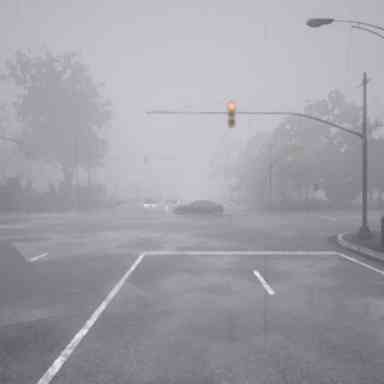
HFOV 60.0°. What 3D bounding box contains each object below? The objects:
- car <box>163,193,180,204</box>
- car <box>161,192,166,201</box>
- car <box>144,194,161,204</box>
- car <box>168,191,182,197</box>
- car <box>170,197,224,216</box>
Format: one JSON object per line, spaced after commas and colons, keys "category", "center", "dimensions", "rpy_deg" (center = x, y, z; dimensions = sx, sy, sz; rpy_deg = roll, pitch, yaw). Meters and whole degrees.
{"category": "car", "center": [-3.529, 1.353, 57.165], "dimensions": [1.812, 1.442, 4.674], "rpy_deg": [0, 0, 0]}
{"category": "car", "center": [-7.270, 1.193, 72.323], "dimensions": [1.882, 1.535, 5.008], "rpy_deg": [0, 0, -2]}
{"category": "car", "center": [-7.030, 1.392, 57.060], "dimensions": [1.994, 1.385, 4.181], "rpy_deg": [0, 0, 0]}
{"category": "car", "center": [-3.773, 1.070, 72.481], "dimensions": [2.097, 1.767, 4.553], "rpy_deg": [0, 0, -2]}
{"category": "car", "center": [0.557, 1.450, 30.570], "dimensions": [4.674, 1.442, 1.812], "rpy_deg": [0, 0, -3]}
